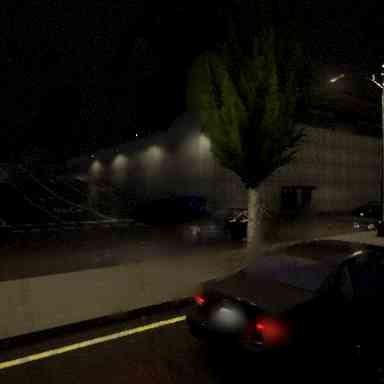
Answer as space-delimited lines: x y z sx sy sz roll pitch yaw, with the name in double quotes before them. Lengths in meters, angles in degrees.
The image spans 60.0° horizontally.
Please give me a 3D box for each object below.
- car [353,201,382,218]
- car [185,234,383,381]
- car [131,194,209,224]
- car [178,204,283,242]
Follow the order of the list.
"car" 16.697 1.540 30.029 5.357 1.411 2.033 0 0 -35
"car" 2.480 1.546 5.516 5.357 1.411 2.033 0 0 -36
"car" -1.454 1.191 23.126 5.566 2.045 2.150 0 2 18
"car" 2.108 1.483 15.320 4.902 1.511 2.128 0 0 -35
